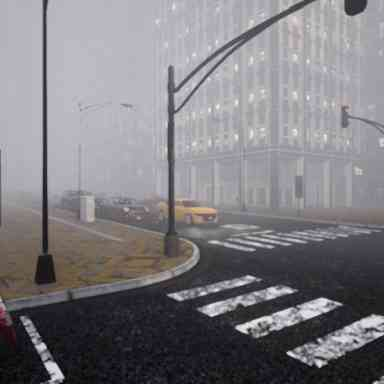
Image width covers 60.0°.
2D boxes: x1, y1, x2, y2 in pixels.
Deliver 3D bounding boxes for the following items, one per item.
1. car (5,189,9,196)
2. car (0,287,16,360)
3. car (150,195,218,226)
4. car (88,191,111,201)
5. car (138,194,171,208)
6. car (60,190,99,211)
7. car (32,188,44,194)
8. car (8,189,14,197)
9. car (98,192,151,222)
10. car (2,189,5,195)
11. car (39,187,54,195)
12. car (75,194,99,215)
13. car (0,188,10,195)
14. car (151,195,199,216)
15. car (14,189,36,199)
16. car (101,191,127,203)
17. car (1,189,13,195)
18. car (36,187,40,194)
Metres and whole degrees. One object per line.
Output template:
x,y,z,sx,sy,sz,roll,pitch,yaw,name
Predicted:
-33.684,0.201,63.124,1.887,1.381,4.507,1,0,-36,car
-4.264,1.441,3.518,4.097,1.590,1.967,0,0,-36,car
-0.419,1.157,21.140,1.882,1.535,5.008,0,2,-36,car
-13.923,0.630,49.941,1.947,1.339,4.313,1,0,-36,car
-4.177,0.968,36.343,1.802,1.307,4.206,1,0,-36,car
-10.945,0.722,31.410,2.192,1.841,5.009,1,0,-36,car
-39.913,-0.226,86.198,1.947,1.339,4.313,1,0,-36,car
-30.436,0.314,58.593,2.008,1.369,4.403,1,0,-36,car
-4.453,1.061,22.350,1.967,1.590,4.097,1,0,-36,car
-36.931,0.100,67.654,2.008,1.369,4.403,1,0,-36,car
-33.415,-0.034,77.133,1.887,1.381,4.507,1,0,-36,car
-7.705,1.096,26.881,1.802,1.307,4.206,1,0,-36,car
-43.426,-0.120,76.715,1.887,1.381,4.507,1,0,-36,car
-1.501,1.076,28.136,1.812,1.442,4.674,0,1,-36,car
-27.189,0.415,54.063,1.887,1.381,4.507,1,0,-36,car
-10.772,0.694,45.547,1.752,1.417,4.829,1,0,-36,car
-40.180,0.008,72.185,1.947,1.339,4.313,1,0,-36,car
-36.658,-0.370,81.664,2.192,1.841,5.009,1,0,-36,car
